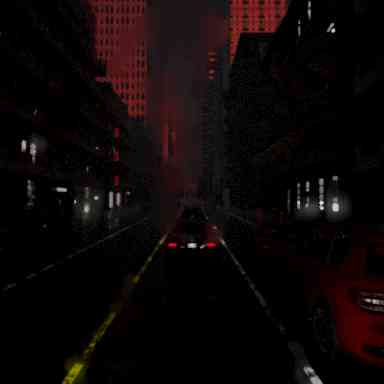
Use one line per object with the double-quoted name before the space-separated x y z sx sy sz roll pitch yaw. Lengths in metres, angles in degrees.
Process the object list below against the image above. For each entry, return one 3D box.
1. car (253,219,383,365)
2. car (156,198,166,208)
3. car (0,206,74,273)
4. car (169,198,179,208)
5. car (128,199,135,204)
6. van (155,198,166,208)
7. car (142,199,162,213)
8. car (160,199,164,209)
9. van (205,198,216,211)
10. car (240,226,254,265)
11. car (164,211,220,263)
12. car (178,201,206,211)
"car" 2.710 1.380 5.872 2.192 1.841 5.009 1 -1 0
"car" -5.634 2.160 55.677 1.947 1.339 4.313 1 -1 0
"car" -5.670 1.439 11.360 2.192 1.841 5.009 1 -1 0
"car" -3.036 2.205 60.127 1.994 1.385 4.181 0 -1 0
"car" -16.477 2.390 83.865 4.097 1.590 1.967 0 -2 0
"van" -5.798 1.994 61.221 1.690 1.788 3.998 1 -1 0
"car" -5.635 2.028 44.597 2.008 1.369 4.403 1 -1 0
"car" -5.635 2.118 50.138 1.802 1.307 4.206 1 -1 0
"van" 2.717 1.877 50.191 1.690 1.788 3.998 1 -1 0
"car" 2.707 1.706 11.408 1.802 1.307 4.206 1 -1 0
"car" 0.014 1.684 12.527 2.033 1.411 5.357 0 -1 0
"car" 0.033 1.791 29.235 1.882 1.535 5.008 0 0 0
